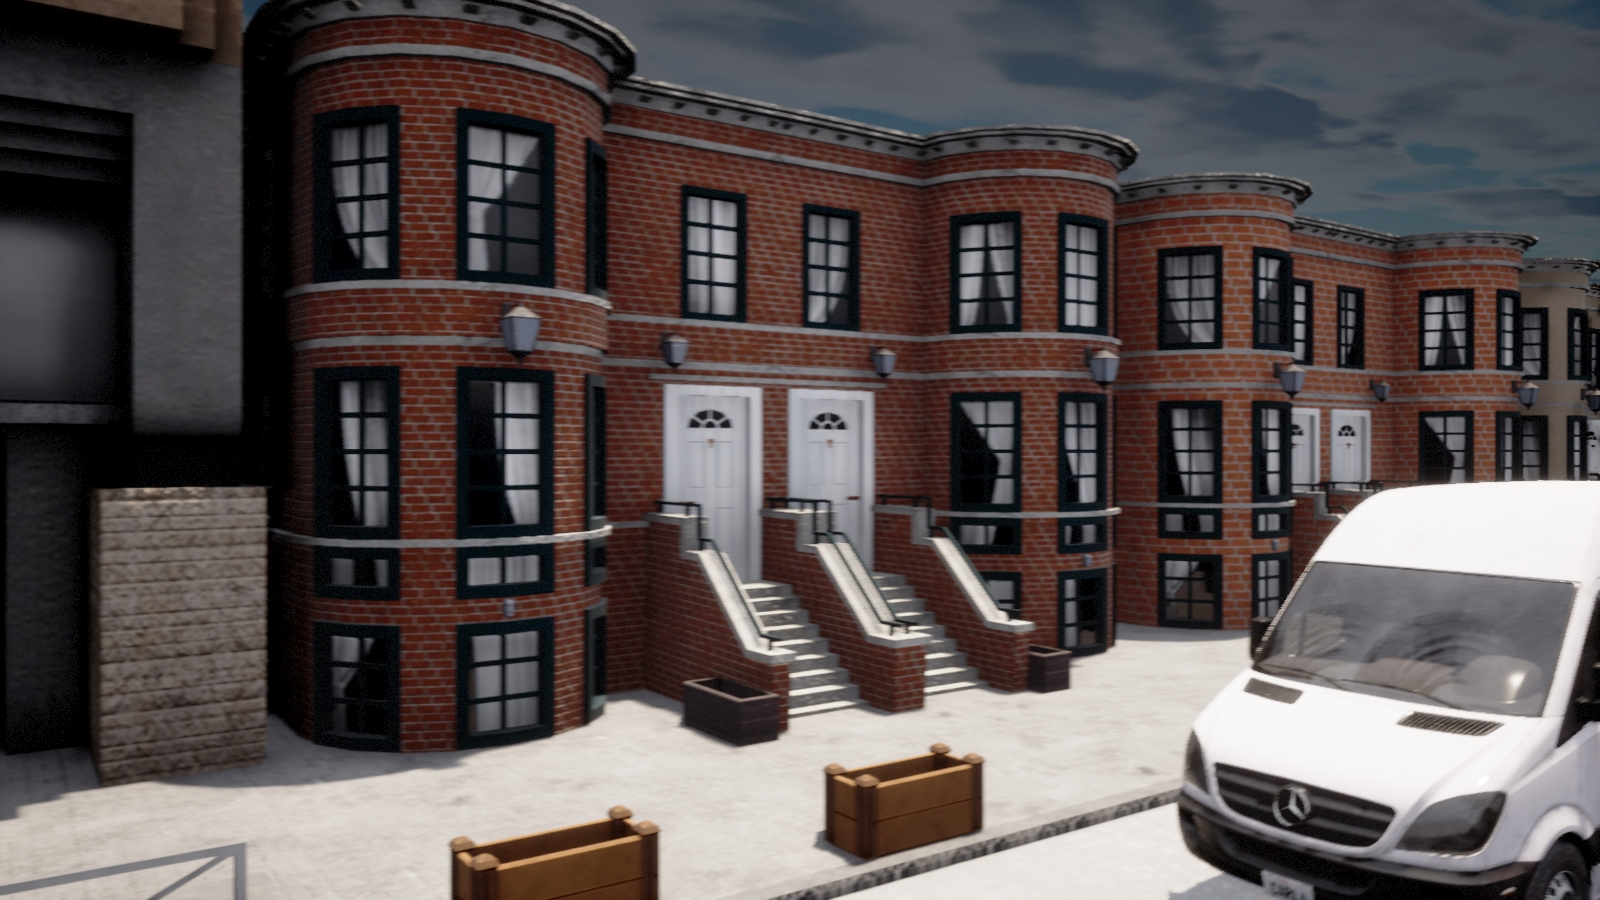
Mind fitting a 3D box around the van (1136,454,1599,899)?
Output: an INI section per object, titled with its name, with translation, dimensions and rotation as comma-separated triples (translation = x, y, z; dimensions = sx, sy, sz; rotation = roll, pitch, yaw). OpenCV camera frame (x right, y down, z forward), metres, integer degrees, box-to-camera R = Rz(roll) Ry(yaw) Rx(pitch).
[van]
translation = 5.072, 1.315, 7.961
dimensions = 5.915, 2.561, 1.988
rotation = 0, 0, -35
